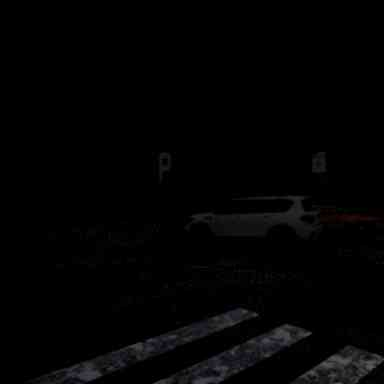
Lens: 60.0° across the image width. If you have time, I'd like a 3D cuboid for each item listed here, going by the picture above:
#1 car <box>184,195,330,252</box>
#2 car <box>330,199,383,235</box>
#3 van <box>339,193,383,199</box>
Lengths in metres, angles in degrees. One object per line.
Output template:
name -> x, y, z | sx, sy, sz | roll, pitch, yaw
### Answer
car -> 2.401, 1.189, 13.680 | 5.566, 2.045, 2.435 | -2, 0, 29
car -> 7.163, 1.347, 17.491 | 5.366, 1.575, 1.946 | -2, -1, 29
van -> 11.459, 1.049, 21.538 | 4.442, 1.987, 1.878 | -2, 0, 30
